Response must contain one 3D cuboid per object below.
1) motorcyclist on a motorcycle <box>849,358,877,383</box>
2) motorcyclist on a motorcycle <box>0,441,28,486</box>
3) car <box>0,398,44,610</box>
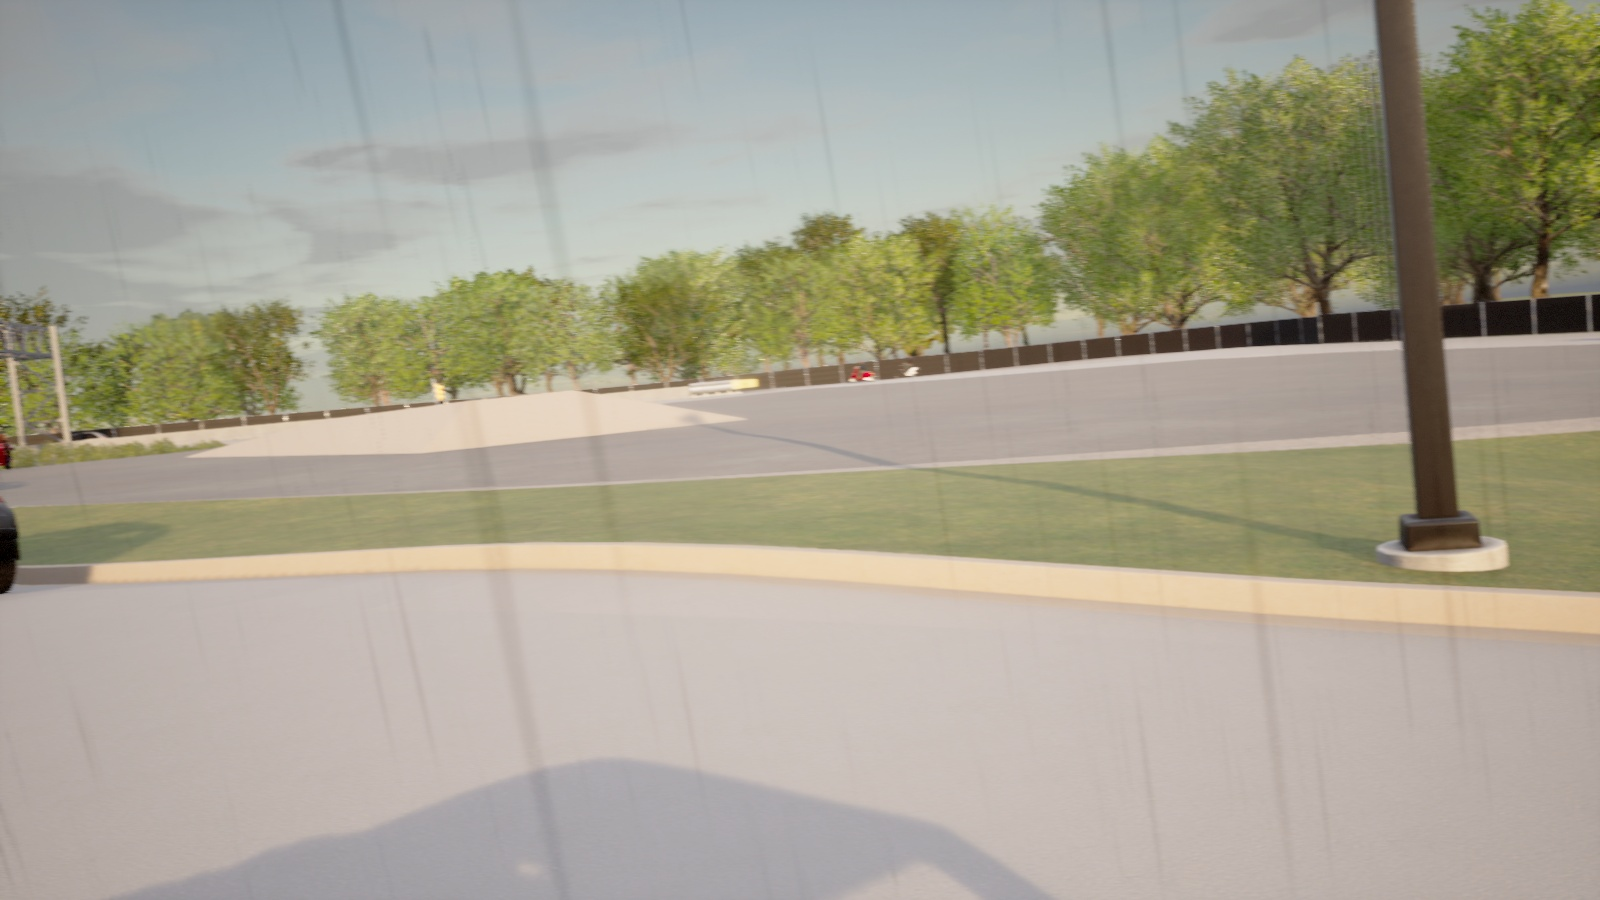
[{"bbox_3d":[4.473,-5.611,88.863,1.817,1.590,0.866,-6,4,4],"label":"motorcyclist on a motorcycle"},{"bbox_3d":[-28.419,0.493,44.864,0.797,1.523,2.044,-7,3,-17],"label":"motorcyclist on a motorcycle"},{"bbox_3d":[-8.083,0.604,10.434,3.988,1.617,1.851,-6,0,41],"label":"car"}]
